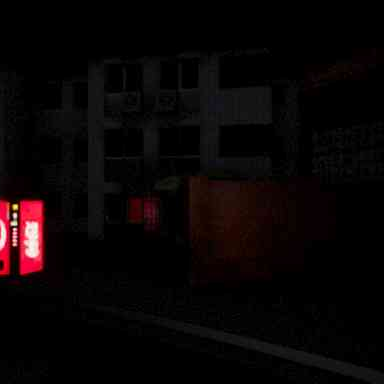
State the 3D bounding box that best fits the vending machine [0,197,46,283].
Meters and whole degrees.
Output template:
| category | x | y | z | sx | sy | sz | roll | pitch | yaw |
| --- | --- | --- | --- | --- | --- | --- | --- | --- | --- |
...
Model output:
| category | x | y | z | sx | sy | sz | roll | pitch | yaw |
| --- | --- | --- | --- | --- | --- | --- | --- | --- | --- |
| vending machine | -4.672 | 1.192 | 8.870 | 0.880 | 2.100 | 1.100 | 0 | 0 | 22 |
